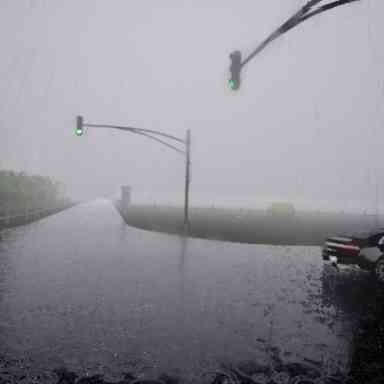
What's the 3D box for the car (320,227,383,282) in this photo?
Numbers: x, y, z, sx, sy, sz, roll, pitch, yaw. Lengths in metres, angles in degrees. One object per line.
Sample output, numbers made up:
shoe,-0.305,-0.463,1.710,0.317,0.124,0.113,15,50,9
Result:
car,6.588,1.932,10.858,4.902,1.511,2.128,3,-2,-18
